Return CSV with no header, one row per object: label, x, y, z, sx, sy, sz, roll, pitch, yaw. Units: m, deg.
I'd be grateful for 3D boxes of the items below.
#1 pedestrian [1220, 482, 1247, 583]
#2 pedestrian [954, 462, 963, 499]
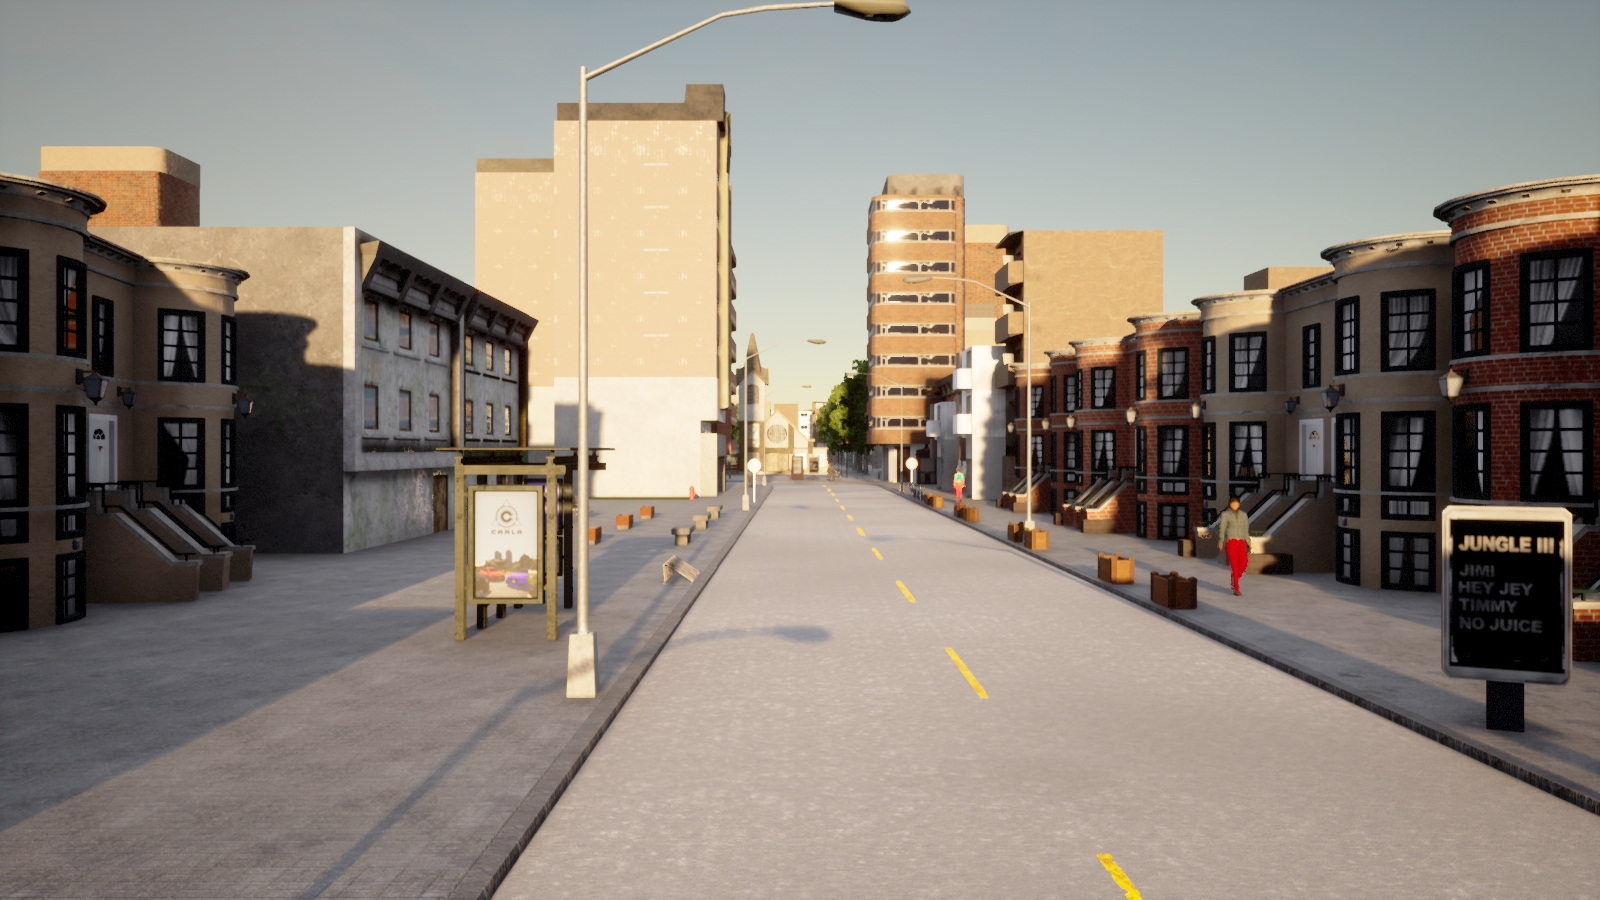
pedestrian,8.056,1.526,21.240,0.375,1.860,0.375,0,0,0
pedestrian,7.935,1.527,57.057,0.375,1.860,0.375,0,0,-3
